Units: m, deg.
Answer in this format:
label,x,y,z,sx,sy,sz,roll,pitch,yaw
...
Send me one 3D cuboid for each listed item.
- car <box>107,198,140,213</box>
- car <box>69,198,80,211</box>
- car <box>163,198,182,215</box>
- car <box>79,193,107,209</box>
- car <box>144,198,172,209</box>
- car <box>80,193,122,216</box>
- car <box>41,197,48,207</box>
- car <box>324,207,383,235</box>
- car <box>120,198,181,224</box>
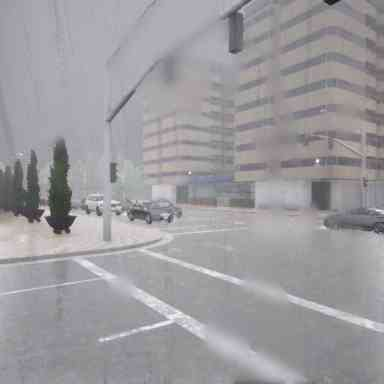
label,x,y,z,sx,sy,sz,roll,pitch,yaw
car,-7.810,1.505,37.460,1.837,1.490,4.892,0,0,-35
car,-14.723,1.526,41.237,1.812,1.442,4.674,0,0,-35
car,-2.711,1.526,30.156,1.812,1.442,4.674,0,0,-35
car,-13.708,1.221,45.944,2.150,2.045,5.566,0,0,-34
car,-4.675,1.526,45.541,1.812,1.442,4.674,0,0,-35
car,-8.847,1.222,32.827,2.150,2.045,5.566,0,0,-35
car,-22.695,1.478,52.807,1.882,1.535,5.008,0,0,-35
car,9.695,1.564,18.854,1.994,1.385,4.181,0,0,-35
car,-3.197,1.491,24.737,2.128,1.511,4.902,0,0,-35
